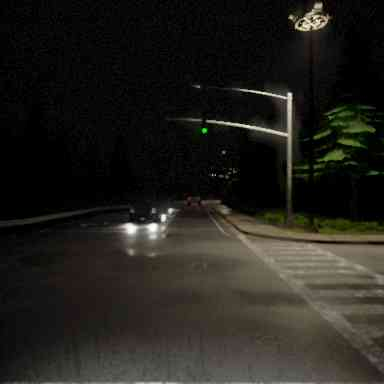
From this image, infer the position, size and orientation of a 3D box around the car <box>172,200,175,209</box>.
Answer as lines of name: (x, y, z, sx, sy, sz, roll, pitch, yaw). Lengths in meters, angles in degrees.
car: (-3.476, 1.576, 46.307, 1.994, 1.385, 4.181, 0, 0, 1)

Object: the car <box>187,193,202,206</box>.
car: (0.390, 1.235, 54.235, 2.150, 2.045, 5.566, 0, 0, 2)

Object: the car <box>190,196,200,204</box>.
car: (0.669, 1.495, 64.924, 1.882, 1.535, 5.008, 0, 0, 2)

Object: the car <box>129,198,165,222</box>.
car: (-3.589, 1.359, 26.357, 2.097, 1.767, 4.553, 0, 0, 0)

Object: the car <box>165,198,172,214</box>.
car: (-3.571, 1.514, 36.227, 1.837, 1.490, 4.892, 0, 0, 0)
